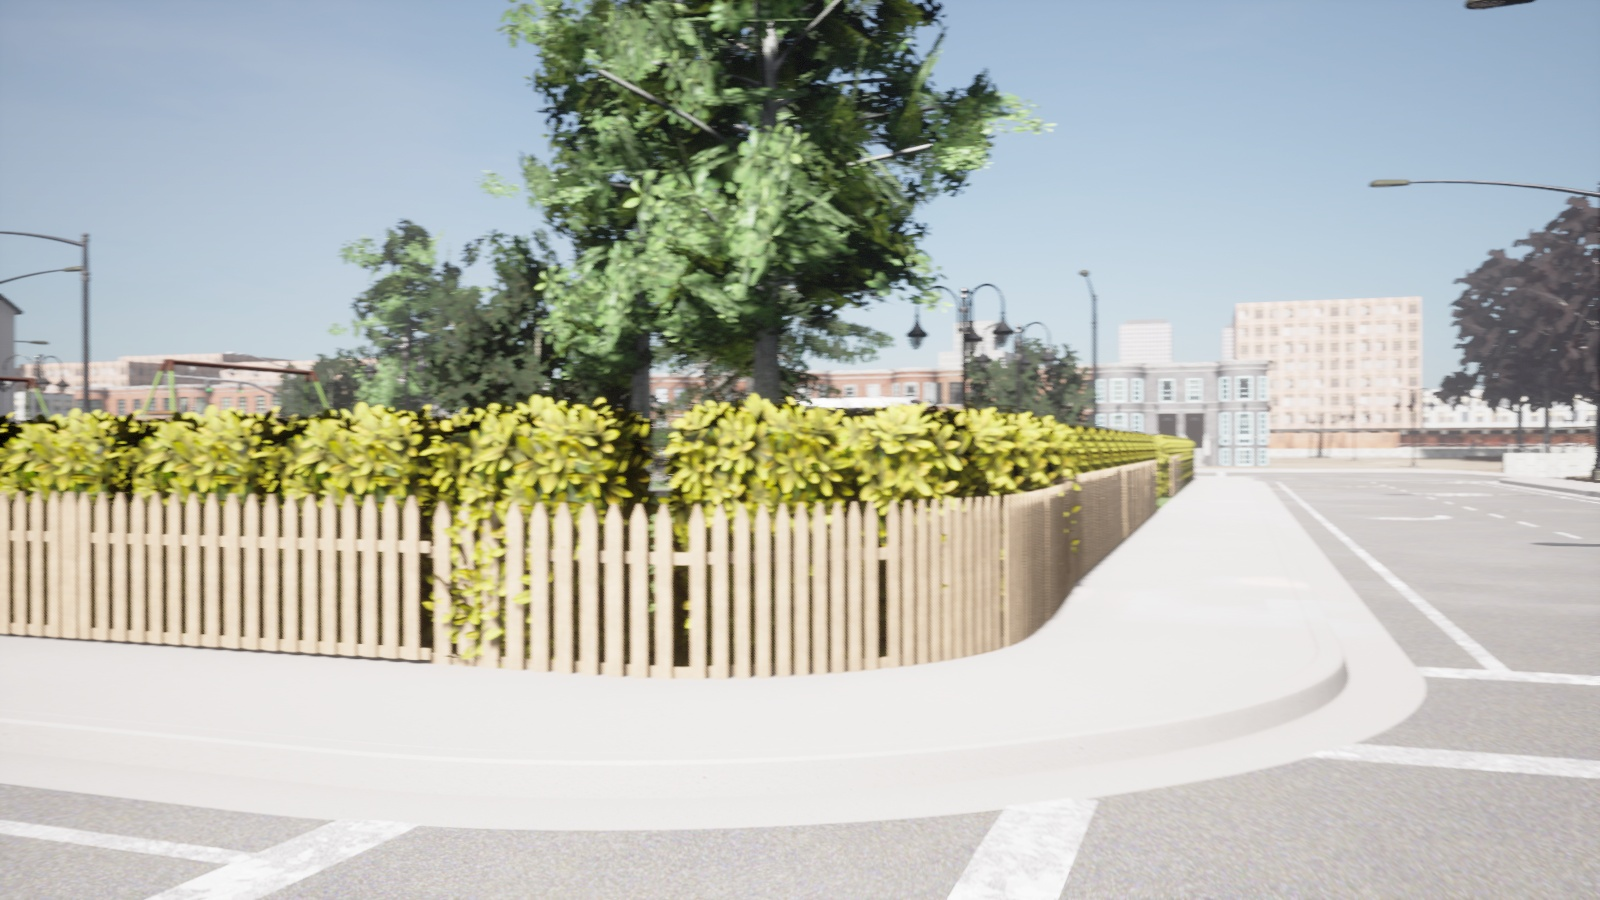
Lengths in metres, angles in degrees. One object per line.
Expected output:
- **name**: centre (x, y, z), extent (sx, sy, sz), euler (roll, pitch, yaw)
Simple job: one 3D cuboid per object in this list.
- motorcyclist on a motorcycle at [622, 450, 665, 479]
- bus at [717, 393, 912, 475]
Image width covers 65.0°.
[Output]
- **motorcyclist on a motorcycle**: centre (-8.821, 0.816, 70.920), extent (2.191, 1.530, 0.866), euler (-1, 0, 18)
- **bus**: centre (0.866, -0.846, 71.417), extent (10.273, 4.253, 3.944), euler (-1, 0, 18)
